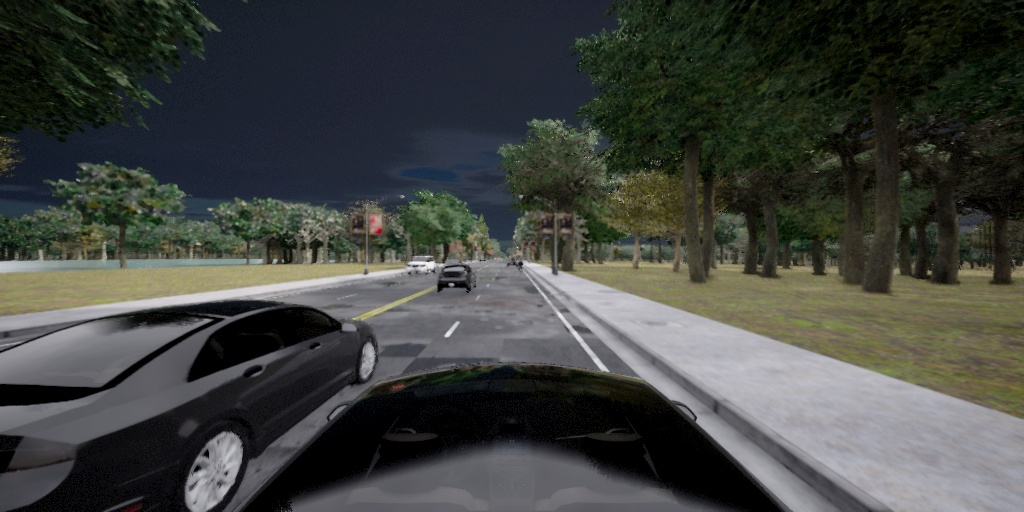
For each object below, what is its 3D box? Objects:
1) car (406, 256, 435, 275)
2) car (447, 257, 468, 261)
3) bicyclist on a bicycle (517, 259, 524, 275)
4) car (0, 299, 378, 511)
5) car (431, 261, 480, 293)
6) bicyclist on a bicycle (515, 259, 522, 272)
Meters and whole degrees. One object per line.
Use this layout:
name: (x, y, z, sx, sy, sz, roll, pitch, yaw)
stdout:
car: (-9.849, 0.990, 39.219, 2.150, 2.045, 5.566, 0, 0, 0)
car: (-6.600, 1.120, 40.445, 2.097, 1.767, 4.553, 0, 0, 0)
bicyclist on a bicycle: (0.881, 1.137, 36.321, 0.659, 1.776, 1.843, 0, 0, 0)
car: (-3.153, 1.256, 4.119, 1.837, 1.490, 4.892, 0, 0, 0)
car: (-3.159, 1.264, 21.130, 1.837, 1.490, 4.892, 0, 0, 0)
bicyclist on a bicycle: (0.881, 1.206, 46.112, 0.866, 1.612, 1.509, 0, 0, 0)
